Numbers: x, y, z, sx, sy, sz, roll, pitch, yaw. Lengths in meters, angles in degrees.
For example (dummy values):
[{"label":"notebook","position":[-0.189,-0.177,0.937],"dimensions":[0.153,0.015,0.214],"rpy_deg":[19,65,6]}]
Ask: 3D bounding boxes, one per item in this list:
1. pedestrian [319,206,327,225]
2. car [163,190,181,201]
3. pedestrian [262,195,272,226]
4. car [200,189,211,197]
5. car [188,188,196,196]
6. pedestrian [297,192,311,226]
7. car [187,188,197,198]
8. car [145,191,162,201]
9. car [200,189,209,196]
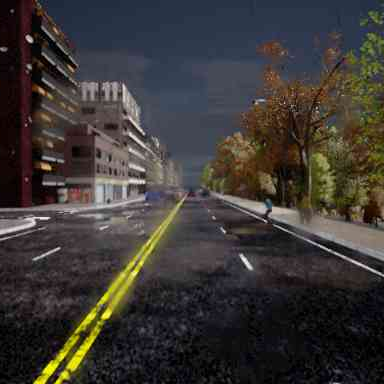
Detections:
[{"label":"pedestrian","position":[7.325,1.254,18.402],"dimensions":[0.500,1.100,0.500],"rpy_deg":[0,1,0]},{"label":"car","position":[-3.327,0.761,56.114],"dimensions":[1.994,1.385,4.181],"rpy_deg":[0,1,0]},{"label":"pedestrian","position":[4.335,1.018,18.999],"dimensions":[0.375,1.860,0.375],"rpy_deg":[0,1,0]},{"label":"car","position":[3.237,0.438,74.125],"dimensions":[1.837,1.490,4.892],"rpy_deg":[0,1,0]},{"label":"car","position":[-0.015,-0.063,84.564],"dimensions":[2.150,2.045,5.566],"rpy_deg":[0,1,0]},{"label":"pedestrian","position":[6.016,0.882,17.797],"dimensions":[0.375,1.860,0.375],"rpy_deg":[0,1,0]},{"label":"car","position":[-0.012,0.415,74.123],"dimensions":[1.882,1.535,5.008],"rpy_deg":[0,1,0]},{"label":"car","position":[-6.581,0.686,55.279],"dimensions":[1.882,1.535,5.008],"rpy_deg":[0,1,0]},{"label":"car","position":[3.236,0.068,84.506],"dimensions":[2.097,1.767,4.553],"rpy_deg":[0,1,0]}]
